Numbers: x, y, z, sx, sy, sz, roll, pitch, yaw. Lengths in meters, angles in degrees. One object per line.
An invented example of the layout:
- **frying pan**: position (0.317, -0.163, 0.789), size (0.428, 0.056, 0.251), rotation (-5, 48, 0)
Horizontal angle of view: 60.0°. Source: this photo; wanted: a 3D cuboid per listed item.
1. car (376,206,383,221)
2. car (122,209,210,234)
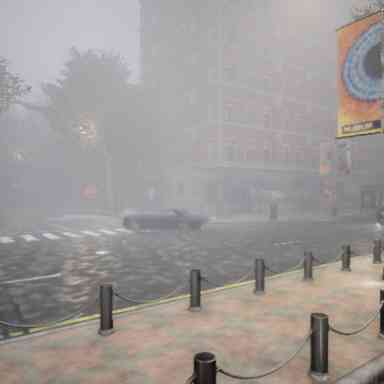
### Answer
- **car**: position (15.778, 1.459, 25.069), size (4.902, 1.511, 2.128), rotation (0, 0, -35)
- **car**: position (-1.492, 1.589, 18.691), size (4.718, 1.301, 1.895), rotation (0, 0, 15)
